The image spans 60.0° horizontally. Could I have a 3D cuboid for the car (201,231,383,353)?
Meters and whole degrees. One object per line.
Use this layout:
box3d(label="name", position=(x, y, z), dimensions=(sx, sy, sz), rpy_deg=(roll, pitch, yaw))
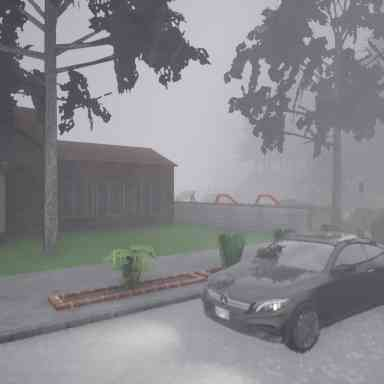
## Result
box3d(label="car", position=(2.344, 1.526, 6.265), dimensions=(4.674, 1.442, 1.812), rpy_deg=(0, 0, -35))

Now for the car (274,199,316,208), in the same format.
box3d(label="car", position=(11.263, 1.505, 36.361), dimensions=(1.837, 1.490, 4.892), rpy_deg=(0, 0, -35))

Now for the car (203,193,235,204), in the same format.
box3d(label="car", position=(3.787, 1.219, 46.885), dimensions=(2.150, 2.045, 5.566), rpy_deg=(0, 0, -36))
